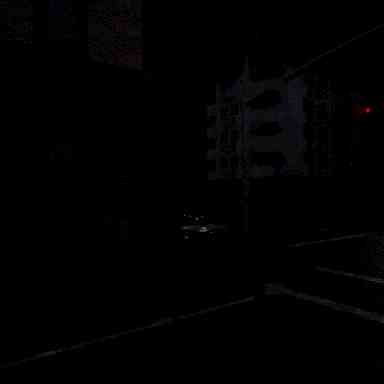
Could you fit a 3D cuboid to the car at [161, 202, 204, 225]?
[{"bbox_3d":[-1.060,1.573,25.112,1.837,1.490,4.892,-1,1,-36],"label":"car"}]
